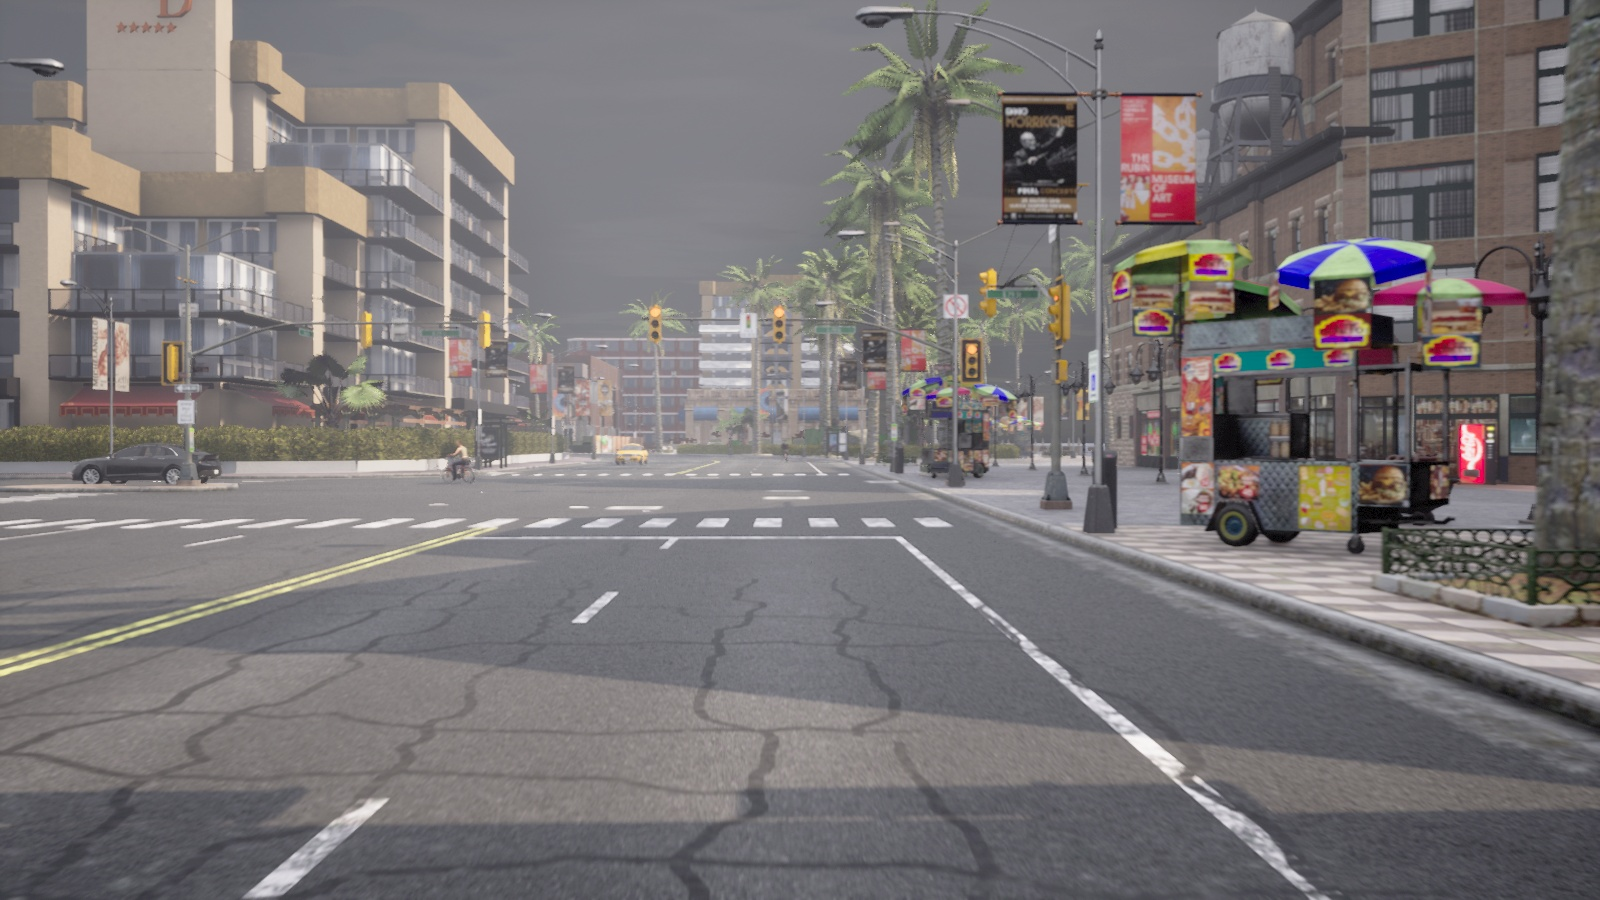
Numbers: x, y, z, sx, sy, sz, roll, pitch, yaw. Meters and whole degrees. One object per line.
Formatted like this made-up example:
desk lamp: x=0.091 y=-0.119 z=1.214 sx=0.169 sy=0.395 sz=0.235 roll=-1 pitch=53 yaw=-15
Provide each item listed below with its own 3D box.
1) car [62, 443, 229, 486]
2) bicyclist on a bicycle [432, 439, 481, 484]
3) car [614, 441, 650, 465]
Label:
car: x=-22.851 y=0.489 z=43.955 sx=4.892 sy=1.490 sz=1.837 roll=0 pitch=0 yaw=1
bicyclist on a bicycle: x=-12.560 y=0.416 z=45.928 sx=1.509 sy=1.612 sz=0.866 roll=0 pitch=2 yaw=25
car: x=-11.439 y=0.193 z=85.989 sx=1.801 sy=1.575 sz=5.366 roll=0 pitch=0 yaw=-1
